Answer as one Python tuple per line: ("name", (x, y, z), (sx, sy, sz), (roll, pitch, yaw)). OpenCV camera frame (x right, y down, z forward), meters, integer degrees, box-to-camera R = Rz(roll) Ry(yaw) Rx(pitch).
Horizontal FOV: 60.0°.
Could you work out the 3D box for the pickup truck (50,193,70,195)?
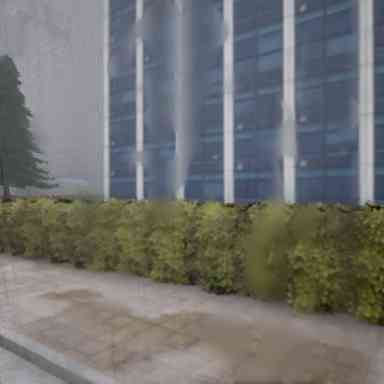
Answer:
("pickup truck", (-25.212, 1.213, 64.408), (6.274, 2.098, 2.390), (0, 0, -24))
